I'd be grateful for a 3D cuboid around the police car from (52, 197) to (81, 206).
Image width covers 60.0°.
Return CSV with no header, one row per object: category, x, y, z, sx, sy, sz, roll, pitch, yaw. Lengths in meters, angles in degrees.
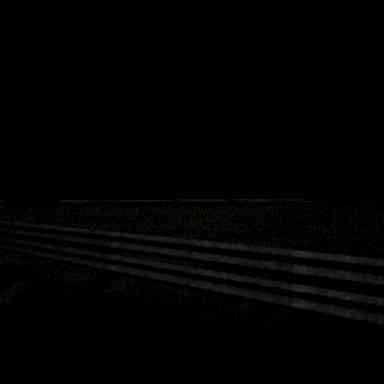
police car,-23.140,1.787,61.598,5.238,1.638,1.930,0,0,1
